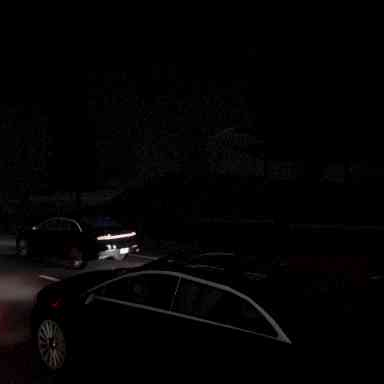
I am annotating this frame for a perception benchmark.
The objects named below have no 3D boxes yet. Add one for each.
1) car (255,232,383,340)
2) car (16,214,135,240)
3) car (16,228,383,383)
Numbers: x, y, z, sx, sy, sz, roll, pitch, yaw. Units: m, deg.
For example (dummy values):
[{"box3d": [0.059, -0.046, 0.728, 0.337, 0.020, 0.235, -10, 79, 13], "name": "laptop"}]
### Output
[{"box3d": [3.656, 1.601, 5.683, 4.718, 1.301, 1.895, 0, 0, 36], "name": "car"}, {"box3d": [-3.925, 1.478, 11.001, 4.902, 1.511, 2.128, 0, 0, 36], "name": "car"}, {"box3d": [-0.021, 1.490, 4.002, 4.902, 1.511, 2.128, 0, 0, 35], "name": "car"}]
